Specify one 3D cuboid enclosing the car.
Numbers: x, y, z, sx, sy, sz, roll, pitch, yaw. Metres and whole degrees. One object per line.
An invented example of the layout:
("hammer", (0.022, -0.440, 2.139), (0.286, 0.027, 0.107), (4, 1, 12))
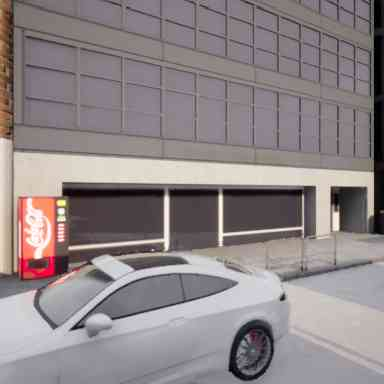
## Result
("car", (-0.821, 1.526, 4.092), (4.674, 1.442, 1.812), (0, 0, -30))
